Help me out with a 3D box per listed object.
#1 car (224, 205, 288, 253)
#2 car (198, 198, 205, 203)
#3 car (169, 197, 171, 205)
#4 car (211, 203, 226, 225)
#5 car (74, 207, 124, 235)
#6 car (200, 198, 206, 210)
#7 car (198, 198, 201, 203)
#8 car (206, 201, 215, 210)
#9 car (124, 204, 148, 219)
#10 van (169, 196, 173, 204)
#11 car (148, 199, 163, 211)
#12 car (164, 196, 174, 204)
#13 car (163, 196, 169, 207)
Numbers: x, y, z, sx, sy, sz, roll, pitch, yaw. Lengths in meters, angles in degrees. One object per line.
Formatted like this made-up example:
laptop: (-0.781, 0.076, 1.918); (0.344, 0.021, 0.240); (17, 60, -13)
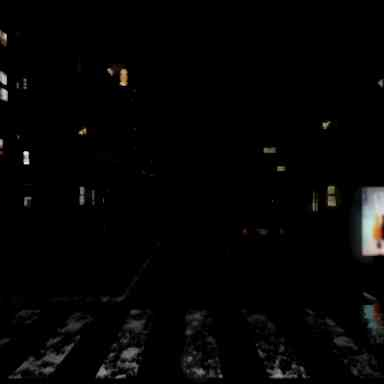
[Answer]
car: (2.675, 1.558, 14.323); (1.967, 1.590, 4.097); (-1, 0, 0)
car: (2.639, 2.326, 94.073); (2.008, 1.369, 4.403); (-1, -1, 0)
car: (-5.728, 2.067, 65.404); (1.752, 1.417, 4.829); (-1, 0, 0)
car: (2.671, 1.786, 25.715); (1.802, 1.307, 4.206); (-1, 0, 0)
car: (-5.707, 1.730, 20.003); (2.008, 1.369, 4.403); (-1, 0, 0)
car: (2.661, 1.933, 48.502); (2.008, 1.369, 4.403); (-1, 0, 0)
car: (2.642, 2.305, 88.377); (1.802, 1.307, 4.206); (-1, -1, 0)
car: (2.668, 1.798, 31.412); (2.008, 1.369, 4.403); (-1, 0, 0)
car: (-5.712, 1.817, 31.396); (2.008, 1.369, 4.403); (-1, 0, 0)
van: (-5.736, 1.983, 76.969); (1.690, 1.788, 3.998); (-1, -1, 0)
car: (-5.720, 1.925, 48.315); (1.752, 1.417, 4.829); (-1, 0, 0)
car: (-5.739, 2.007, 82.664); (2.192, 1.841, 5.009); (-1, -1, 0)
car: (-5.727, 1.935, 59.878); (1.967, 1.590, 4.097); (-1, 0, 0)
